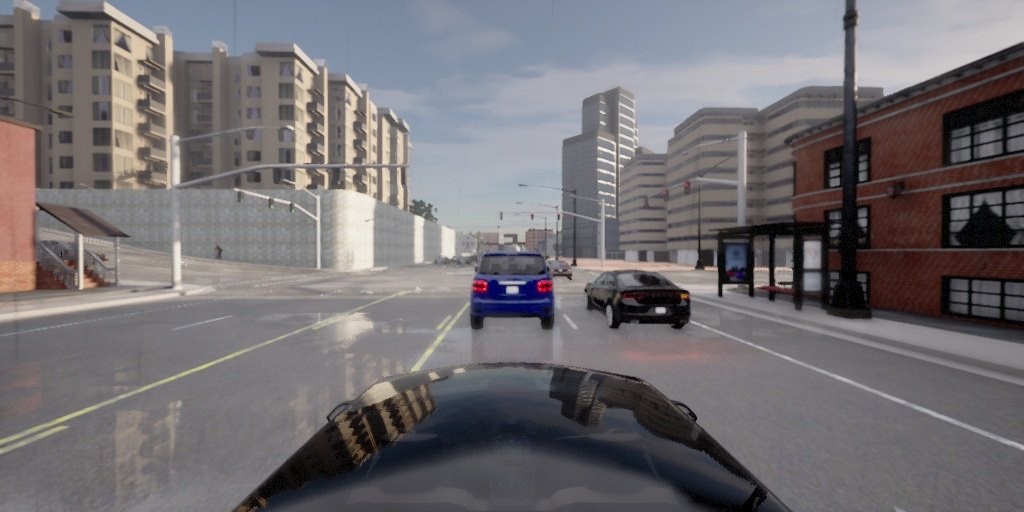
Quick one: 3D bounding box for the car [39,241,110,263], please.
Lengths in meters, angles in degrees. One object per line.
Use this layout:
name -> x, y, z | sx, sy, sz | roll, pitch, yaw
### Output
car -> -33.568, -0.360, 26.815 | 5.357, 1.411, 2.033 | 9, 0, -1

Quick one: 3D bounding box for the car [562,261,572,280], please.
car -> 3.383, 1.036, 27.545 | 2.033, 1.411, 5.357 | 0, 1, 0

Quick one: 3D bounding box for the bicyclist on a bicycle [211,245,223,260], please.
bicyclist on a bicycle -> -31.021, -0.337, 37.853 | 0.582, 1.620, 1.656 | 6, 1, 0

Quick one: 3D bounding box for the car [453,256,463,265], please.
car -> -7.493, 0.687, 56.522 | 2.128, 1.511, 4.902 | 0, 1, 0

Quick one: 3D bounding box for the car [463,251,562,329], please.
car -> 0.003, 0.874, 11.001 | 2.150, 2.045, 5.566 | 0, 0, 0

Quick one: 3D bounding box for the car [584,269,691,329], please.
car -> 3.504, 1.135, 10.937 | 1.882, 1.535, 5.008 | 0, 0, 0

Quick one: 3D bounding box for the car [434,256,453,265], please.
car -> -10.991, 0.688, 56.488 | 2.128, 1.511, 4.902 | 0, 1, 0
